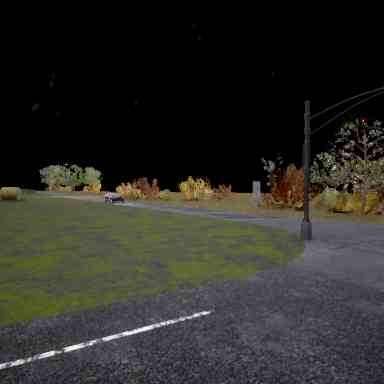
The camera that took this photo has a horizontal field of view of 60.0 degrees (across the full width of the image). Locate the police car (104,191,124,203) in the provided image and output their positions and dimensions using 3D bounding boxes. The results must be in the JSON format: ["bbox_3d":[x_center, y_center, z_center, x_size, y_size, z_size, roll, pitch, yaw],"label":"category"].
[{"bbox_3d":[-11.652,0.747,49.719,1.930,1.638,5.238,2,0,-32],"label":"police car"}]
